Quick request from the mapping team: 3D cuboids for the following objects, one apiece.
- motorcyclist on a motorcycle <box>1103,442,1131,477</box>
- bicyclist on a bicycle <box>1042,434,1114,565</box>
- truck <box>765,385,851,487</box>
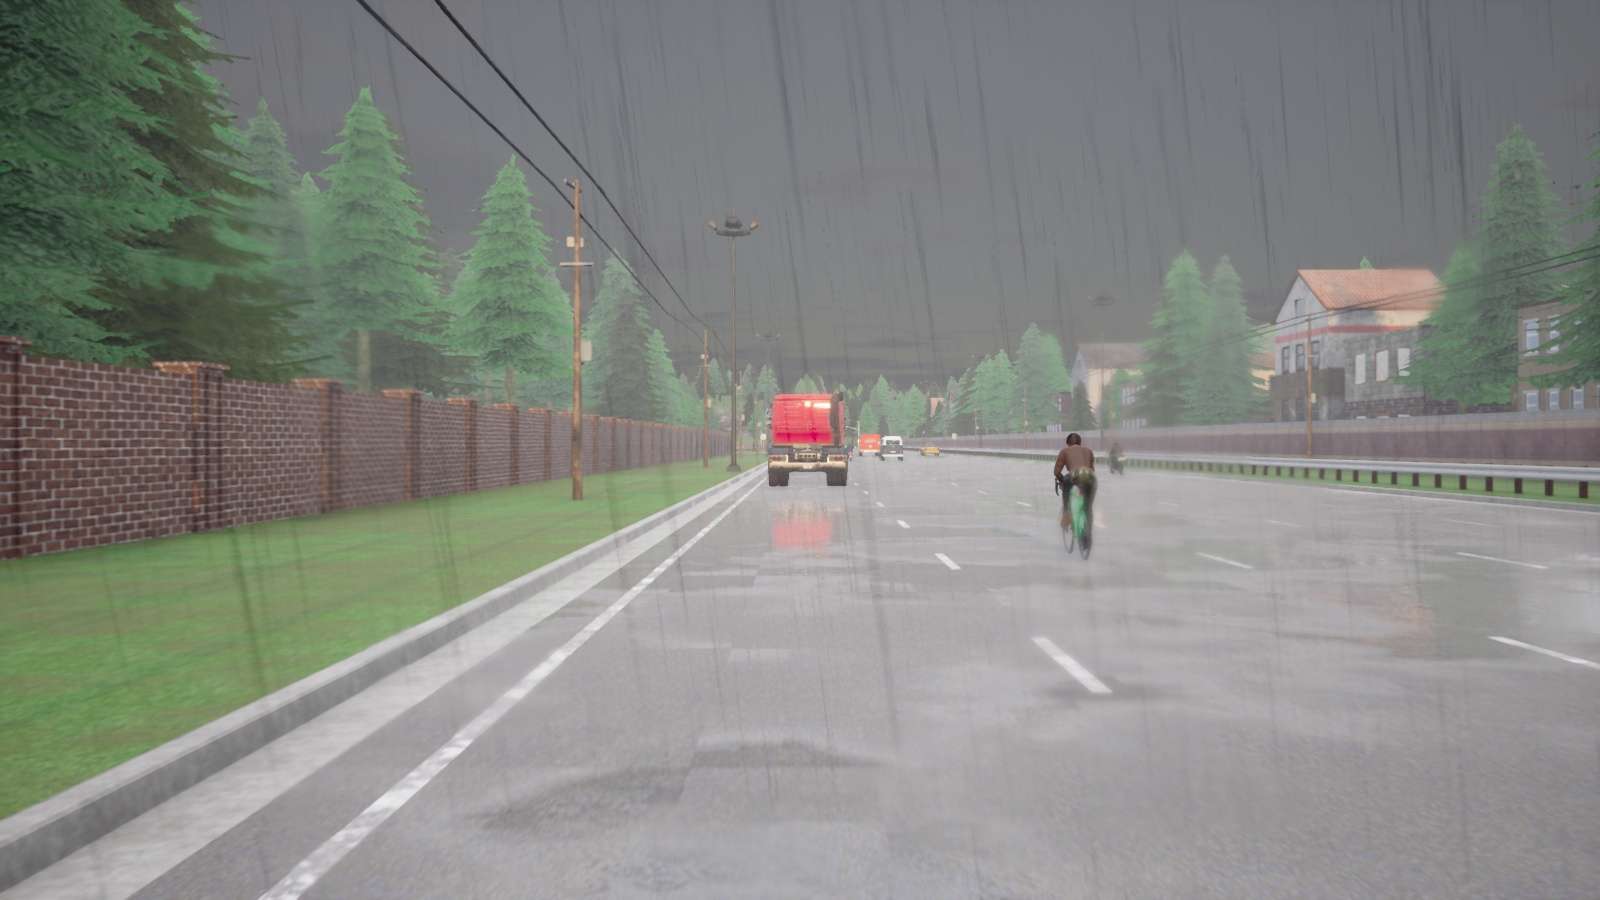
[{"bbox_3d":[14.340,0.420,56.848,0.797,1.523,2.044,0,0,0],"label":"motorcyclist on a motorcycle"},{"bbox_3d":[3.609,0.610,16.400,0.582,1.620,1.656,0,0,0],"label":"bicyclist on a bicycle"},{"bbox_3d":[0.281,-0.496,46.357,2.891,3.462,7.936,0,0,0],"label":"truck"}]
